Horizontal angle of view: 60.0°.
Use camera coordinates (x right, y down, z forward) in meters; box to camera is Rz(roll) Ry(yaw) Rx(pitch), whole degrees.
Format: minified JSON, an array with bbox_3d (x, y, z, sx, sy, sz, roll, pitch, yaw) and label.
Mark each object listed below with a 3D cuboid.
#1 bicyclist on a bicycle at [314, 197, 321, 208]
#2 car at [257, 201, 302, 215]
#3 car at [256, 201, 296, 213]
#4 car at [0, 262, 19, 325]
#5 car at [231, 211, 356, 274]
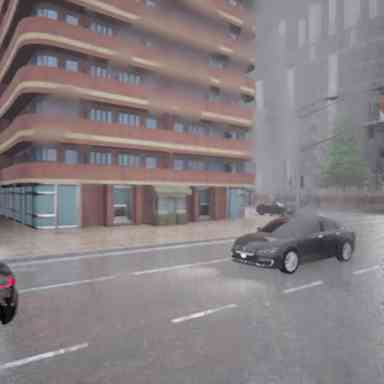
[{"bbox_3d":[17.609,1.504,46.788,1.656,1.620,0.582,0,0,-36],"label":"bicyclist on a bicycle"},{"bbox_3d":[9.703,1.746,37.305,1.895,1.301,4.718,0,0,-36],"label":"car"},{"bbox_3d":[8.441,1.654,33.137,1.812,1.442,4.674,0,0,-36],"label":"car"},{"bbox_3d":[-4.861,1.558,4.804,4.181,1.385,1.994,0,0,-36],"label":"car"},{"bbox_3d":[3.415,1.549,10.788,4.892,1.490,1.837,0,0,-36],"label":"car"}]
